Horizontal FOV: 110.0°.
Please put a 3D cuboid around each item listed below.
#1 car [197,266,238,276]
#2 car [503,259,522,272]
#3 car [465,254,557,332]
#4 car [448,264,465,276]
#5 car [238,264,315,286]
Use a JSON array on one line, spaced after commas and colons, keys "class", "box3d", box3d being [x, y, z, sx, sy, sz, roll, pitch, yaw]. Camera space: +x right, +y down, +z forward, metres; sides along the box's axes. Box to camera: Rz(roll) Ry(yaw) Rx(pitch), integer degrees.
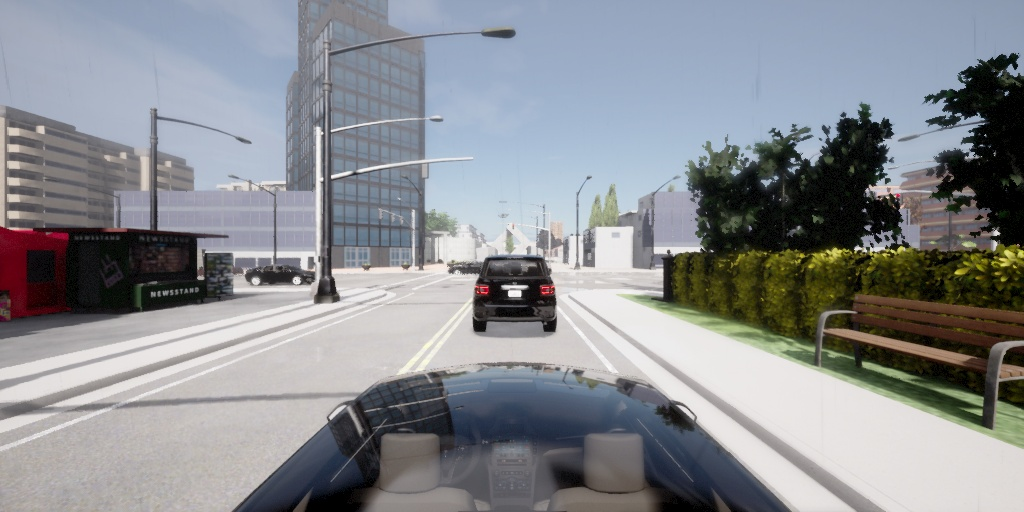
[{"class": "car", "box3d": [-33.342, 1.622, 40.208, 5.357, 1.411, 2.033, -1, 0, 0]}, {"class": "car", "box3d": [0.019, 1.256, 48.169, 1.837, 1.490, 4.892, -3, 0, -7]}, {"class": "car", "box3d": [0.082, 0.971, 11.013, 2.150, 2.045, 5.566, 0, 0, 0]}, {"class": "car", "box3d": [-4.087, 1.283, 36.905, 4.892, 1.490, 1.837, 0, 0, 0]}, {"class": "car", "box3d": [-16.620, 1.362, 26.120, 4.892, 1.490, 1.837, -1, 0, 0]}]
